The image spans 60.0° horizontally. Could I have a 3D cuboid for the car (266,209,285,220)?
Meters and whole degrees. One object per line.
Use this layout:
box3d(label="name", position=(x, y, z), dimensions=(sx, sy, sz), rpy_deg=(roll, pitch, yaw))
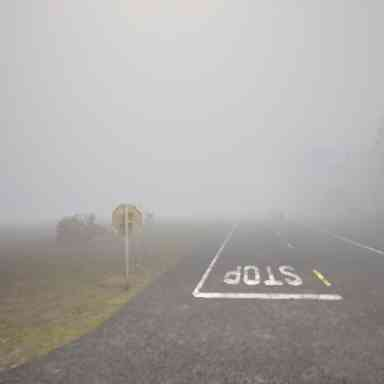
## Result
box3d(label="car", position=(11.761, 3.095, 45.986), dimensions=(2.033, 1.411, 5.357), rpy_deg=(-2, -2, 10))

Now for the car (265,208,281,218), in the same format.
box3d(label="car", position=(12.918, 3.347, 53.022), dimensions=(2.033, 1.411, 5.357), rpy_deg=(-2, -2, 10))
